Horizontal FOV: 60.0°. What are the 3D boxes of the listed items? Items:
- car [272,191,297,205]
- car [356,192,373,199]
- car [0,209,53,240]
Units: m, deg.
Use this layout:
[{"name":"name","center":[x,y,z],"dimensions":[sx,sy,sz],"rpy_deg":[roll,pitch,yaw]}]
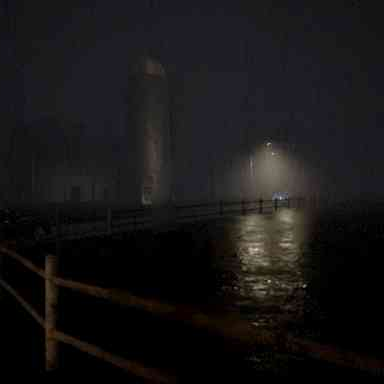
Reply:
[{"name":"car","center":[14.123,0.917,50.691],"dimensions":[2.150,2.045,5.566],"rpy_deg":[-1,0,37]},{"name":"car","center":[39.650,0.960,77.444],"dimensions":[2.033,1.411,5.357],"rpy_deg":[-1,0,42]},{"name":"car","center":[-8.340,1.451,14.035],"dimensions":[1.837,1.490,4.892],"rpy_deg":[-1,0,33]}]
